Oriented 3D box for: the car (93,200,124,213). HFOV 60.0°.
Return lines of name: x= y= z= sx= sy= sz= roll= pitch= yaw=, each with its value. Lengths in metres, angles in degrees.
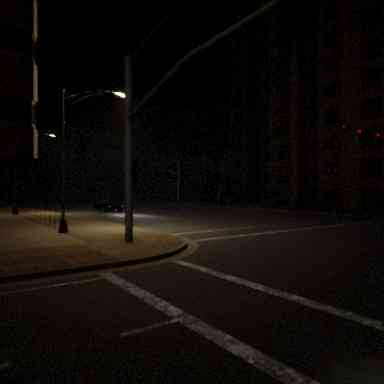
car: x=-9.167 y=1.578 z=36.380 sx=1.895 sy=1.301 sz=4.718 roll=0 pitch=0 yaw=-36
